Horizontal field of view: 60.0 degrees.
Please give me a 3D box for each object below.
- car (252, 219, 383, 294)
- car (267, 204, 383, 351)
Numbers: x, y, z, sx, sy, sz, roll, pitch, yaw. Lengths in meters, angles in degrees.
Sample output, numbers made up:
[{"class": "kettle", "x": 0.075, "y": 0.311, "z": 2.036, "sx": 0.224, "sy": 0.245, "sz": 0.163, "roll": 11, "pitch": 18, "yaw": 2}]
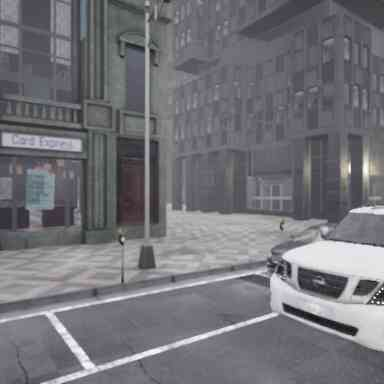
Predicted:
[{"class": "car", "x": 4.007, "y": 1.598, "z": 9.472, "sx": 4.403, "sy": 1.369, "sz": 2.008, "roll": 0, "pitch": 0, "yaw": -35}, {"class": "car", "x": 3.933, "y": 1.258, "z": 6.155, "sx": 5.566, "sy": 2.045, "sz": 2.150, "roll": 0, "pitch": 0, "yaw": -35}]
